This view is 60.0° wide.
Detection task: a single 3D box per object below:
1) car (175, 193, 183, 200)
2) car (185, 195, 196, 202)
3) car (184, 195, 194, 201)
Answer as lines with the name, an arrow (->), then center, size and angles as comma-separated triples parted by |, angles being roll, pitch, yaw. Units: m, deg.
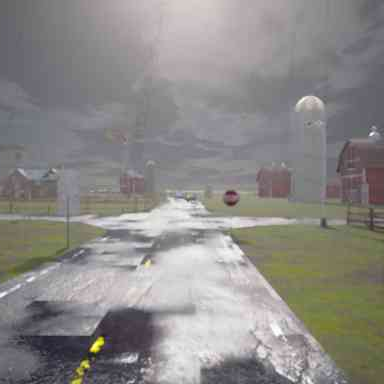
car -> -3.027, 1.006, 77.891 | 1.882, 1.535, 5.008 | 0, 0, -2
car -> -0.087, 1.423, 73.772 | 1.837, 1.490, 4.892 | 0, 0, -2
car -> -0.757, 1.435, 83.902 | 1.994, 1.385, 4.181 | 0, 0, -6
